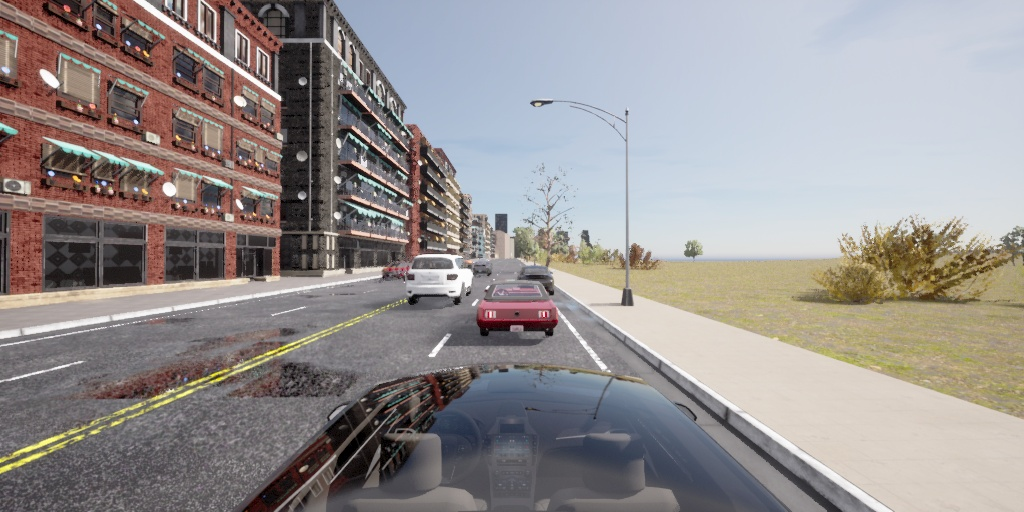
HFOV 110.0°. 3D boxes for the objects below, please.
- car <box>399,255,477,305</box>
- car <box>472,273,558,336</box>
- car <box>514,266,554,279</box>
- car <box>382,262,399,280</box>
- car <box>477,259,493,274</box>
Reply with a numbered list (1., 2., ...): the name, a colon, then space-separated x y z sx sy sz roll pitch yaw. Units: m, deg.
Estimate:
1. car: -3.097 0.974 16.293 2.150 2.045 5.566 0 0 0
2. car: 0.131 1.352 10.323 1.895 1.301 4.718 0 0 0
3. car: 1.204 1.257 19.523 1.837 1.490 4.892 0 0 0
4. car: -9.740 1.229 31.312 1.882 1.535 5.008 0 0 0
5. car: -3.017 1.243 36.890 2.128 1.511 4.902 0 0 0
